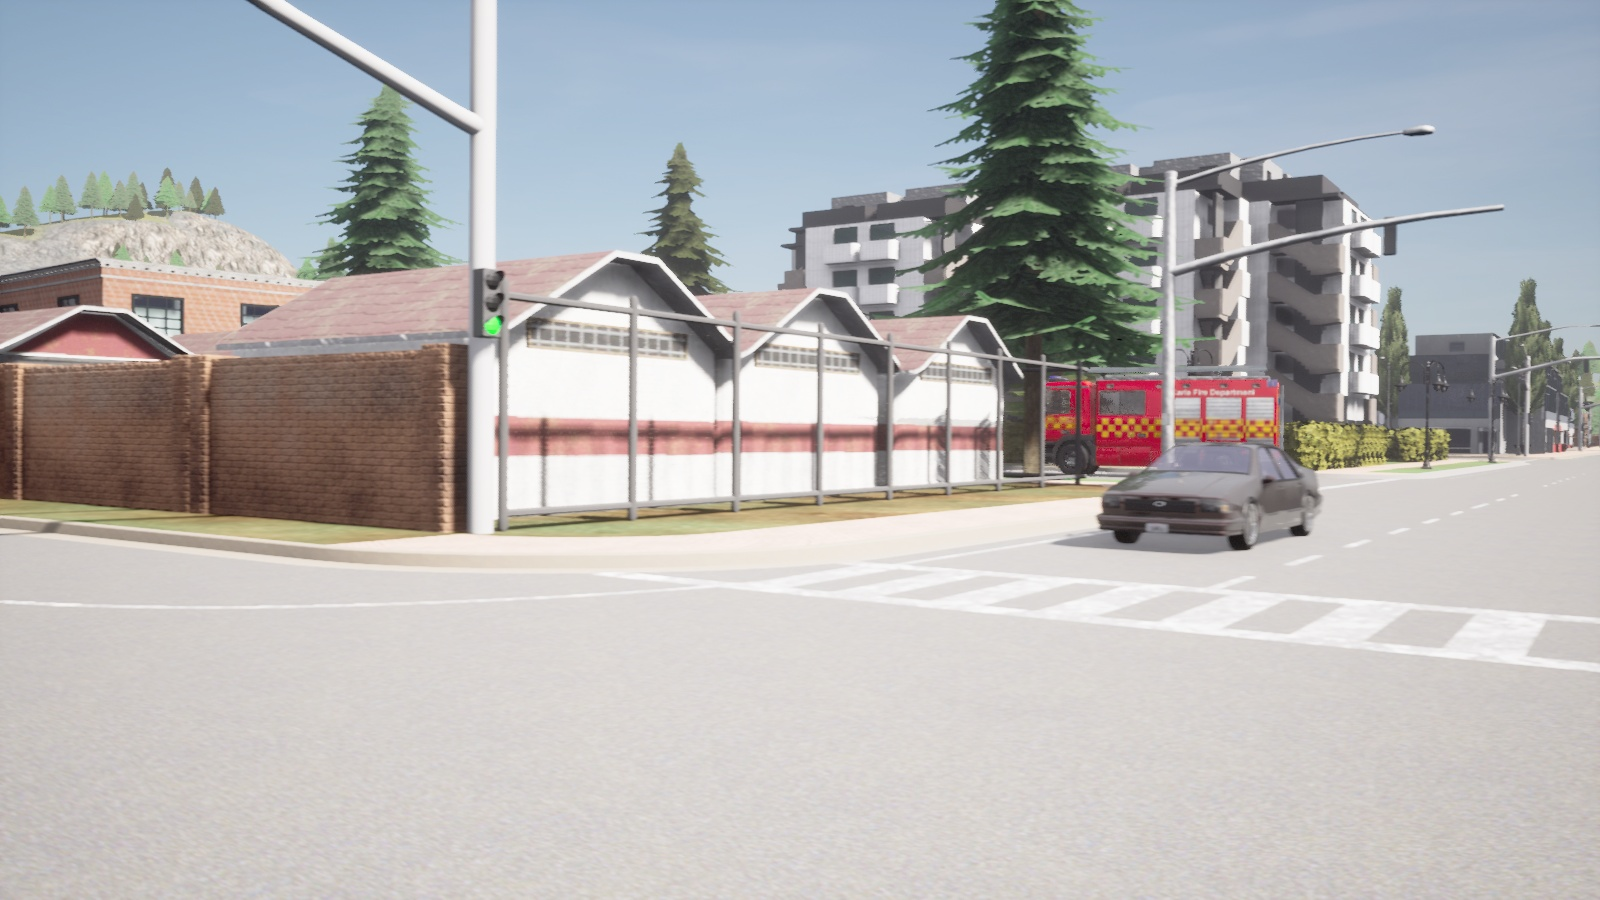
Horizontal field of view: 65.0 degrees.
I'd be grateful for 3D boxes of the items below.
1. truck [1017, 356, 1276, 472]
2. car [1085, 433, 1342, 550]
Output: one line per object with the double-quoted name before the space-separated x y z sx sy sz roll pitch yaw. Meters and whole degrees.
"truck" 12.204 -1.187 44.306 8.468 3.827 2.891 0 1 23
"car" 6.135 0.476 18.128 2.033 1.411 5.357 0 1 35
